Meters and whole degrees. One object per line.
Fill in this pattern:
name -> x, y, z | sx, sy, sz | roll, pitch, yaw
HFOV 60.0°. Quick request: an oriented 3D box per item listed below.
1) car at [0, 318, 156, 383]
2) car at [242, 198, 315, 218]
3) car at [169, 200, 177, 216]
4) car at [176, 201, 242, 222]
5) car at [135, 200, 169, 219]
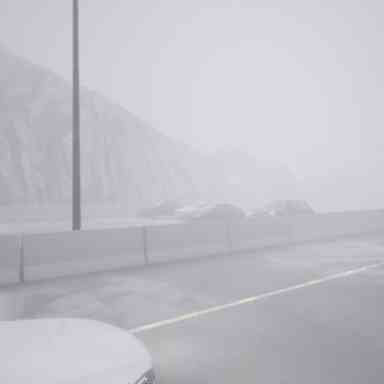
car -> -2.430, 1.531, 2.018 | 4.674, 1.442, 1.812 | -1, 0, -35
car -> 5.666, 1.257, 20.876 | 4.553, 1.767, 2.097 | -1, 0, -35
car -> 0.864, 1.437, 26.055 | 4.674, 1.442, 1.812 | 0, 0, -35
car -> 1.575, 1.446, 22.273 | 4.674, 1.442, 1.812 | 0, 0, -35
car -> -2.469, 1.446, 27.987 | 4.674, 1.442, 1.812 | 0, 0, -35
